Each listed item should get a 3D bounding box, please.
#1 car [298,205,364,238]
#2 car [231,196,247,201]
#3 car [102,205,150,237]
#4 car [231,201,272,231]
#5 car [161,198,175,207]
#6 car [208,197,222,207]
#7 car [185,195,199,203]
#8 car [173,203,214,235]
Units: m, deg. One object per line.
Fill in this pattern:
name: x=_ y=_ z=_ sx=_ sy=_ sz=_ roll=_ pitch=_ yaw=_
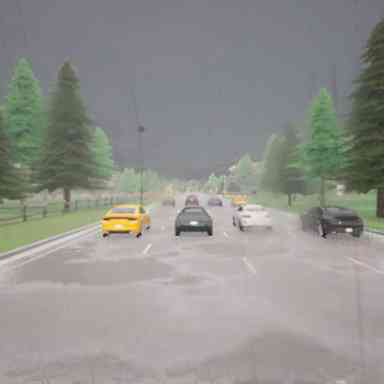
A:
car: x=7.096 y=1.466 z=17.449 sx=1.837 sy=1.490 sz=4.892 roll=0 pitch=0 yaw=0
car: x=6.990 y=1.367 z=49.611 sx=1.882 sy=1.535 sz=5.008 roll=0 pitch=0 yaw=0
car: x=-3.403 y=1.437 z=17.892 sx=1.882 sy=1.535 sz=5.008 roll=0 pitch=0 yaw=0
car: x=3.582 y=1.481 z=20.143 sx=1.812 sy=1.442 sz=4.674 roll=0 pitch=0 yaw=0
car: x=-3.510 y=1.489 z=50.056 sx=1.895 sy=1.301 sz=4.718 roll=0 pitch=0 yaw=0
car: x=3.491 y=1.452 z=50.271 sx=1.994 sy=1.385 sz=4.181 roll=0 pitch=0 yaw=0
car: x=-0.010 y=1.240 z=49.996 sx=2.097 sy=1.767 sz=4.553 roll=0 pitch=0 yaw=0
car: x=0.096 y=1.522 z=18.628 sx=1.994 sy=1.385 sz=4.181 roll=0 pitch=0 yaw=0
